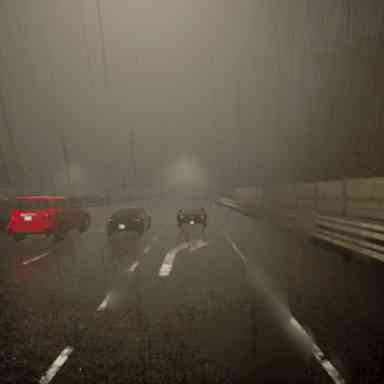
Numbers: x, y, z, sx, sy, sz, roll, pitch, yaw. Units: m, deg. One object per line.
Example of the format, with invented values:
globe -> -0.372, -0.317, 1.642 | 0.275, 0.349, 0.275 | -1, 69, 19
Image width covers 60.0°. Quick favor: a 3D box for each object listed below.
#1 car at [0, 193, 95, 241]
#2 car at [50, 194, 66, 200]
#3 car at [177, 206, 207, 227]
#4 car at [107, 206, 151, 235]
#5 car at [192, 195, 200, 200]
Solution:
car -> -6.900, 1.209, 16.676 | 2.150, 2.045, 5.566 | 0, 0, 0
car -> -31.517, 1.182, 78.303 | 1.837, 1.490, 4.892 | 0, 0, 0
car -> -0.004, 1.586, 22.930 | 1.895, 1.301, 4.718 | 0, 0, 0
car -> -3.405, 1.513, 18.491 | 1.812, 1.442, 4.674 | 0, 0, 0
car -> 1.185, 1.675, 95.537 | 2.033, 1.411, 5.357 | 0, -1, 11
